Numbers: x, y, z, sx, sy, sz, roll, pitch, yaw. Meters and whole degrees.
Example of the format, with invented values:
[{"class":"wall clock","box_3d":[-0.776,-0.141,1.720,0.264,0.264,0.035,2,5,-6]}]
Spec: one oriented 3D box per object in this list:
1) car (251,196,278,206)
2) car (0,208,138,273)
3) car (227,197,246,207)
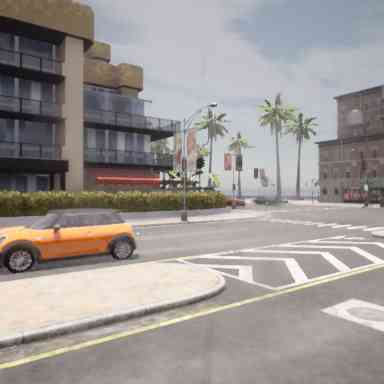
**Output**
[{"class":"car","box_3d":[12.022,1.503,55.394,1.837,1.490,4.892,0,0,-35]},{"class":"car","box_3d":[-4.168,1.353,10.802,4.553,1.767,2.097,0,0,-35]},{"class":"car","box_3d":[6.156,1.476,51.241,1.882,1.535,5.008,0,0,-35]}]
